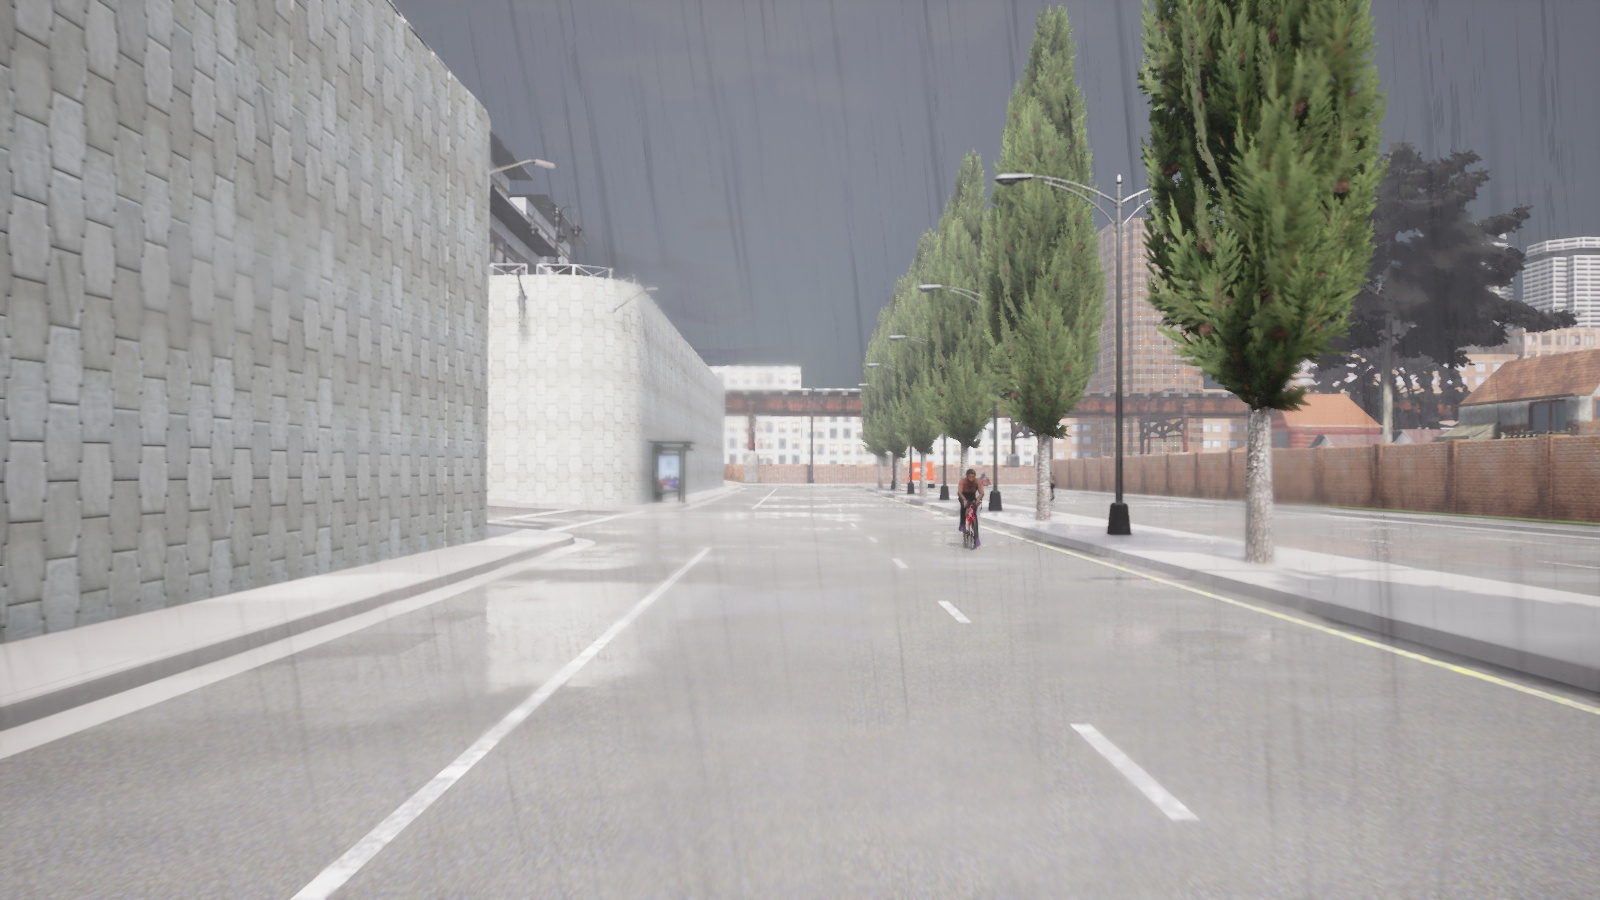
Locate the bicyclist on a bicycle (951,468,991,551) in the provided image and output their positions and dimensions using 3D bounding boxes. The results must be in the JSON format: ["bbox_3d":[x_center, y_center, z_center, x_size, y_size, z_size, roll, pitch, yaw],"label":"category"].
[{"bbox_3d":[3.438,1.178,25.353,0.582,1.620,1.656,0,-1,0],"label":"bicyclist on a bicycle"}]
